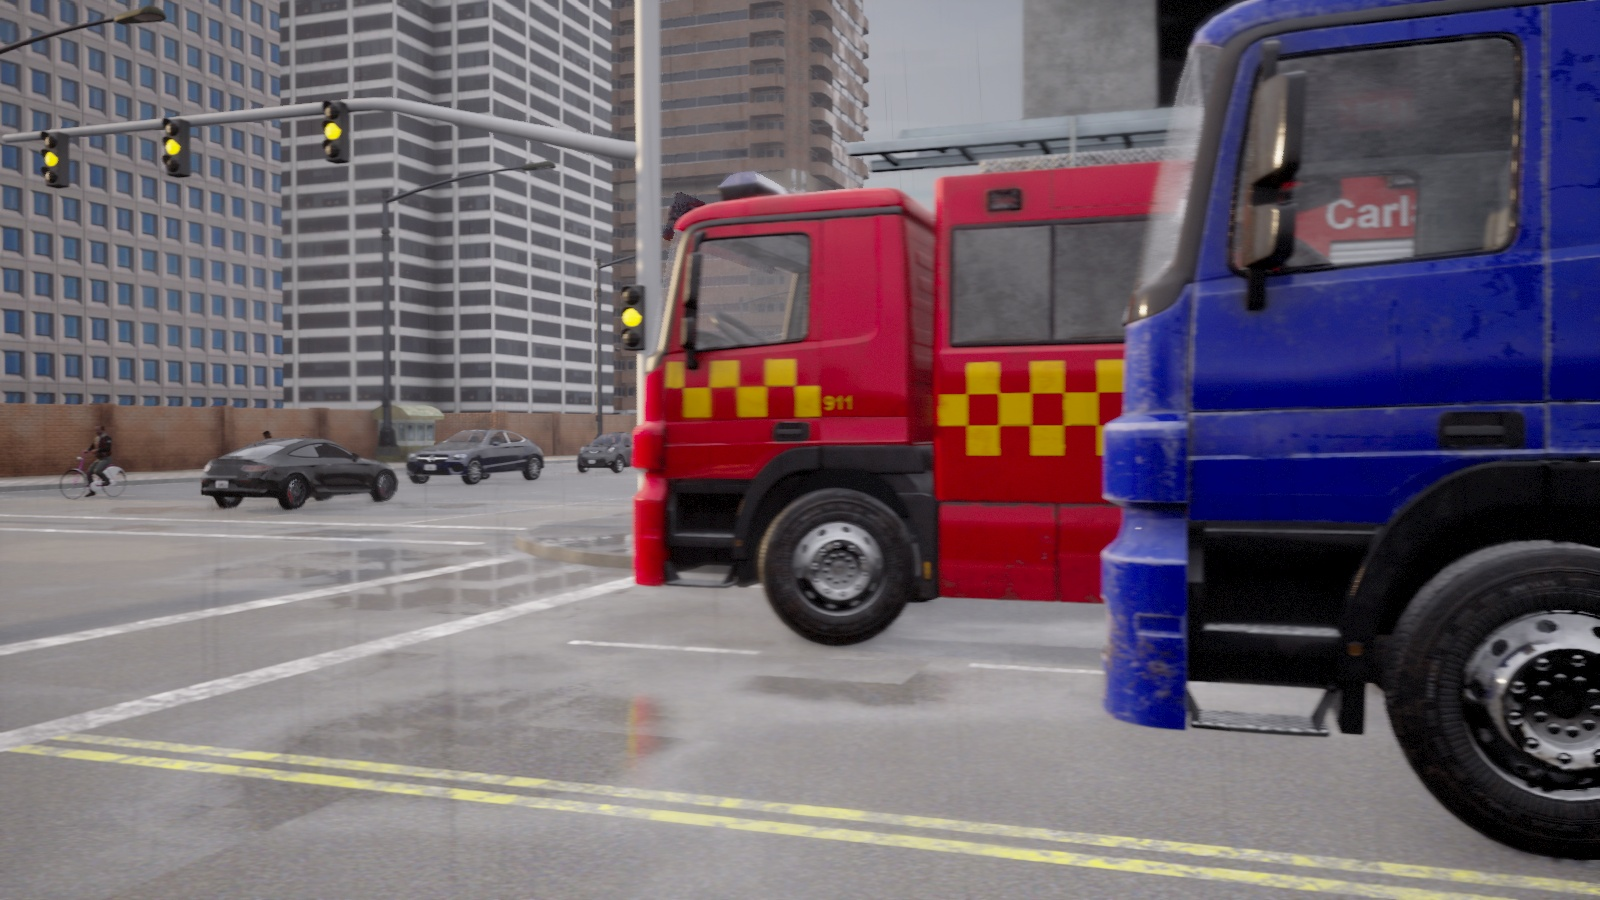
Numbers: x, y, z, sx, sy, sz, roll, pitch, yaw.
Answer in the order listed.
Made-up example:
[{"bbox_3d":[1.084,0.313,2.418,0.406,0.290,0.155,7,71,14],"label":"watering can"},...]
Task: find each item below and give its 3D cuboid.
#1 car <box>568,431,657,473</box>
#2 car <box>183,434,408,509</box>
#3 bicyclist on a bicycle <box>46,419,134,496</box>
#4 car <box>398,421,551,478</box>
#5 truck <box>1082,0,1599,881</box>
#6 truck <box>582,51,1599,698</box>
[{"bbox_3d":[-7.011,0.054,47.362,1.845,1.501,3.633,1,1,19],"label":"car"},{"bbox_3d":[-10.563,0.384,26.724,1.812,1.442,4.674,1,1,19],"label":"car"},{"bbox_3d":[-16.869,0.154,29.899,0.659,1.776,1.843,1,1,19],"label":"bicyclist on a bicycle"},{"bbox_3d":[-9.981,-0.057,38.938,2.152,1.651,5.027,1,1,19],"label":"car"},{"bbox_3d":[5.351,-0.216,5.052,7.936,3.462,2.891,1,1,19],"label":"truck"},{"bbox_3d":[2.811,-0.482,9.613,8.468,3.827,2.891,1,1,19],"label":"truck"}]
